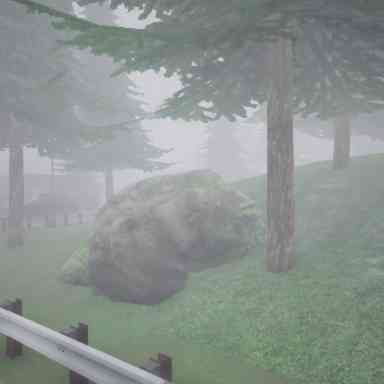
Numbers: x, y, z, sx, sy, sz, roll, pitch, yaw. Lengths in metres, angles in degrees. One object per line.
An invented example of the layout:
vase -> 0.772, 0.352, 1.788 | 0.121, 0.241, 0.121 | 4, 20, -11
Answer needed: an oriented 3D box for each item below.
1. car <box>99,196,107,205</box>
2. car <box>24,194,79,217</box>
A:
car -> -16.271, 1.477, 57.302 | 5.008, 1.535, 1.882 | 0, 0, 36
car -> -12.271, 1.206, 28.083 | 2.150, 2.045, 5.566 | 0, 0, 36
